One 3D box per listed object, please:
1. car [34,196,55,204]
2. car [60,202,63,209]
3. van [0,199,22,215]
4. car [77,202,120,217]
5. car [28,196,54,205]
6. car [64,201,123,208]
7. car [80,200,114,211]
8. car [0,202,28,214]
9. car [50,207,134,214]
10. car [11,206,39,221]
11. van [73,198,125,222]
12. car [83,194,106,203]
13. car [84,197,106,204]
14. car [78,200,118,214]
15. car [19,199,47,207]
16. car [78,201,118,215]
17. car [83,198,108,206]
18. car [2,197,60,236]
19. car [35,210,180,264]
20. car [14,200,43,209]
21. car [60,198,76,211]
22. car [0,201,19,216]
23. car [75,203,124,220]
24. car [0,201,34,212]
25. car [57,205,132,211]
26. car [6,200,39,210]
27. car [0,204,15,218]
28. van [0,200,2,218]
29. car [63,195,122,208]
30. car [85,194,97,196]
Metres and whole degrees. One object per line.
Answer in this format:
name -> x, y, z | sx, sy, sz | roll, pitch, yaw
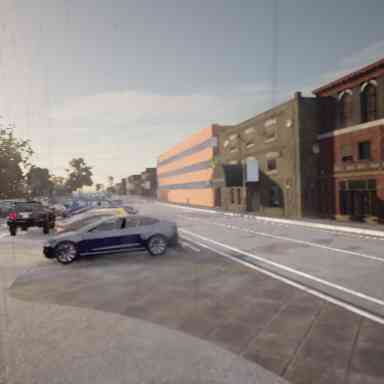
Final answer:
car -> -38.551, 2.126, 86.972 | 4.553, 1.767, 2.185 | -2, 0, -17
car -> -14.524, 2.141, 35.959 | 1.812, 1.442, 4.674 | -2, 0, -17
van -> -26.431, 2.138, 46.378 | 4.442, 1.987, 1.878 | -2, 1, -17
car -> -11.025, 2.009, 39.292 | 4.674, 1.452, 2.002 | -2, 1, -17
car -> -36.911, 2.030, 81.429 | 5.566, 2.045, 2.435 | -2, 1, -17
car -> -6.933, 1.776, 25.757 | 5.008, 1.535, 2.097 | -2, 0, -17
car -> -14.307, 1.992, 50.117 | 4.674, 1.452, 2.002 | -2, 1, -17
car -> -27.136, 2.356, 49.116 | 4.892, 1.521, 2.231 | -2, 1, -17
car -> -3.656, 1.640, 14.941 | 4.674, 1.452, 2.002 | -2, 0, -17
car -> -18.291, 2.340, 36.613 | 1.895, 1.301, 4.718 | -2, 0, -17
van -> -8.684, 1.643, 31.135 | 4.442, 1.987, 1.878 | -2, 0, -17
car -> -25.766, 1.610, 87.981 | 5.566, 2.045, 2.435 | -2, 1, -17
car -> -22.501, 1.935, 77.160 | 4.674, 1.452, 2.002 | -2, 1, -17
car -> -12.661, 1.962, 44.711 | 5.008, 1.535, 2.097 | -2, 1, -17
car -> -33.679, 2.309, 70.737 | 5.008, 1.535, 2.097 | -2, 1, -17
car -> -11.842, 2.008, 42.006 | 4.674, 1.452, 2.002 | -2, 1, -17
car -> -19.222, 1.958, 66.343 | 4.674, 1.452, 2.002 | -2, 1, -17
car -> -10.329, 1.607, 21.788 | 2.150, 2.045, 5.566 | -2, -2, -16
car -> -2.863, 1.586, 12.228 | 4.792, 1.488, 2.163 | -2, 0, -17
car -> -32.072, 2.351, 65.322 | 4.792, 1.488, 2.163 | -2, 1, -17
car -> -19.877, 1.955, 53.595 | 2.097, 1.767, 4.553 | -2, 1, -17
car -> -25.431, 2.239, 43.602 | 4.553, 1.767, 2.185 | -2, 1, -17
car -> -9.383, 1.949, 33.870 | 4.674, 1.452, 2.002 | -2, 0, -17
car -> -28.737, 2.343, 54.402 | 5.008, 1.535, 2.097 | -2, 1, -17
car -> -4.474, 1.684, 17.645 | 4.674, 1.452, 2.002 | -2, 0, -17
car -> -30.365, 2.332, 59.809 | 5.008, 1.535, 2.097 | -2, 1, -17
car -> -24.704, 2.402, 41.004 | 4.792, 1.488, 2.163 | -2, 1, -17
van -> -23.749, 2.148, 38.339 | 4.442, 1.987, 1.878 | -2, 1, -17
car -> -7.728, 1.569, 28.473 | 5.566, 2.045, 2.435 | -2, 0, -17
car -> -16.799, 1.810, 58.219 | 4.553, 1.767, 2.185 | -2, 1, -17
